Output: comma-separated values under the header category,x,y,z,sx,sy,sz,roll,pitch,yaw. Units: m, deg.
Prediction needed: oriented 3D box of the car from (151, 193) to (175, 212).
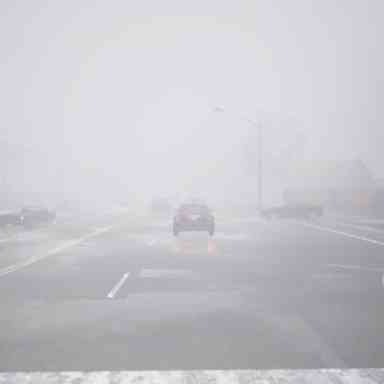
category,x,y,z,sx,sy,sz,roll,pitch,yaw
car,-3.482,1.331,38.639,2.097,1.767,4.553,0,0,0

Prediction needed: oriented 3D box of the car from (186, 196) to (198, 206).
category,x,y,z,sx,sy,sz,roll,pitch,yaw
car,0.055,1.516,57.196,2.033,1.411,5.357,0,0,0

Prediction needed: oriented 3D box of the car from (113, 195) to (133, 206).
category,x,y,z,sx,sy,sz,roll,pitch,yaw
car,-10.600,1.518,53.000,2.033,1.411,5.357,0,0,0

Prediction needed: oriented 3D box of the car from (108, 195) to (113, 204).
category,x,y,z,sx,sy,sz,roll,pitch,yaw
car,-14.035,1.315,61.548,2.097,1.767,4.553,0,0,0

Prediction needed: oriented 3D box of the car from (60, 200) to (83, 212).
category,x,y,z,sx,sy,sz,roll,pitch,yaw
car,-14.119,1.580,38.068,1.895,1.301,4.718,0,0,0

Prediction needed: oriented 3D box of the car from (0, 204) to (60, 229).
category,x,y,z,sx,sy,sz,roll,pitch,yaw
car,-10.611,1.589,21.524,1.895,1.301,4.718,0,0,0

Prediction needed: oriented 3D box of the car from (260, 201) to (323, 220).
category,x,y,z,sx,sy,sz,roll,pitch,yaw
car,8.022,1.463,27.037,5.008,1.535,1.882,0,0,0

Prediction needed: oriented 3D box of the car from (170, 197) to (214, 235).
category,x,y,z,sx,sy,sz,roll,pitch,yaw
car,0.091,1.341,18.677,2.097,1.767,4.553,0,0,0

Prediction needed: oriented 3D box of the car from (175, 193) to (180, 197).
category,x,y,z,sx,sy,sz,roll,pitch,yaw
car,0.084,1.333,35.053,2.097,1.767,4.553,1,0,-18
